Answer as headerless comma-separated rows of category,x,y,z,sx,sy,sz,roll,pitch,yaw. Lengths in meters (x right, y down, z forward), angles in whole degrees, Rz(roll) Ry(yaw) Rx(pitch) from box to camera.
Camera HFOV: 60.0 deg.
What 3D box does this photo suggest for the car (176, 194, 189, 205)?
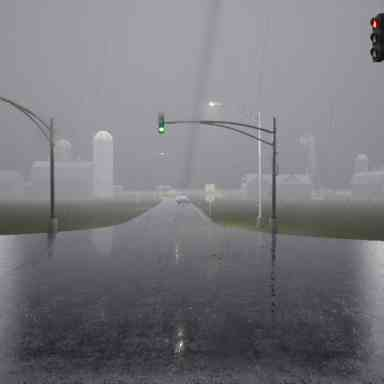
car,-1.589,1.552,61.257,1.812,1.442,4.674,0,0,-3
